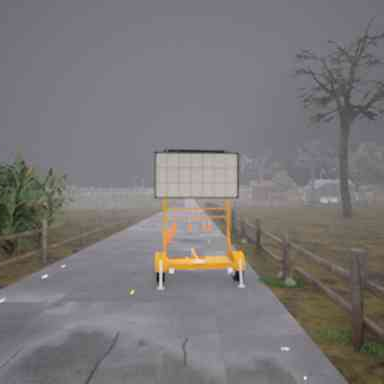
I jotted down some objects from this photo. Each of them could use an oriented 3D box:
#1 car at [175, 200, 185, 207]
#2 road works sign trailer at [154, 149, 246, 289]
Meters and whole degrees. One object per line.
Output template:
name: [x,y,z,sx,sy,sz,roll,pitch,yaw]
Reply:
car: [-2.690,2.583,75.760,2.097,1.767,4.553,0,-1,0]
road works sign trailer: [0.119,0.589,9.574,2.380,3.560,2.880,0,-1,-5]
